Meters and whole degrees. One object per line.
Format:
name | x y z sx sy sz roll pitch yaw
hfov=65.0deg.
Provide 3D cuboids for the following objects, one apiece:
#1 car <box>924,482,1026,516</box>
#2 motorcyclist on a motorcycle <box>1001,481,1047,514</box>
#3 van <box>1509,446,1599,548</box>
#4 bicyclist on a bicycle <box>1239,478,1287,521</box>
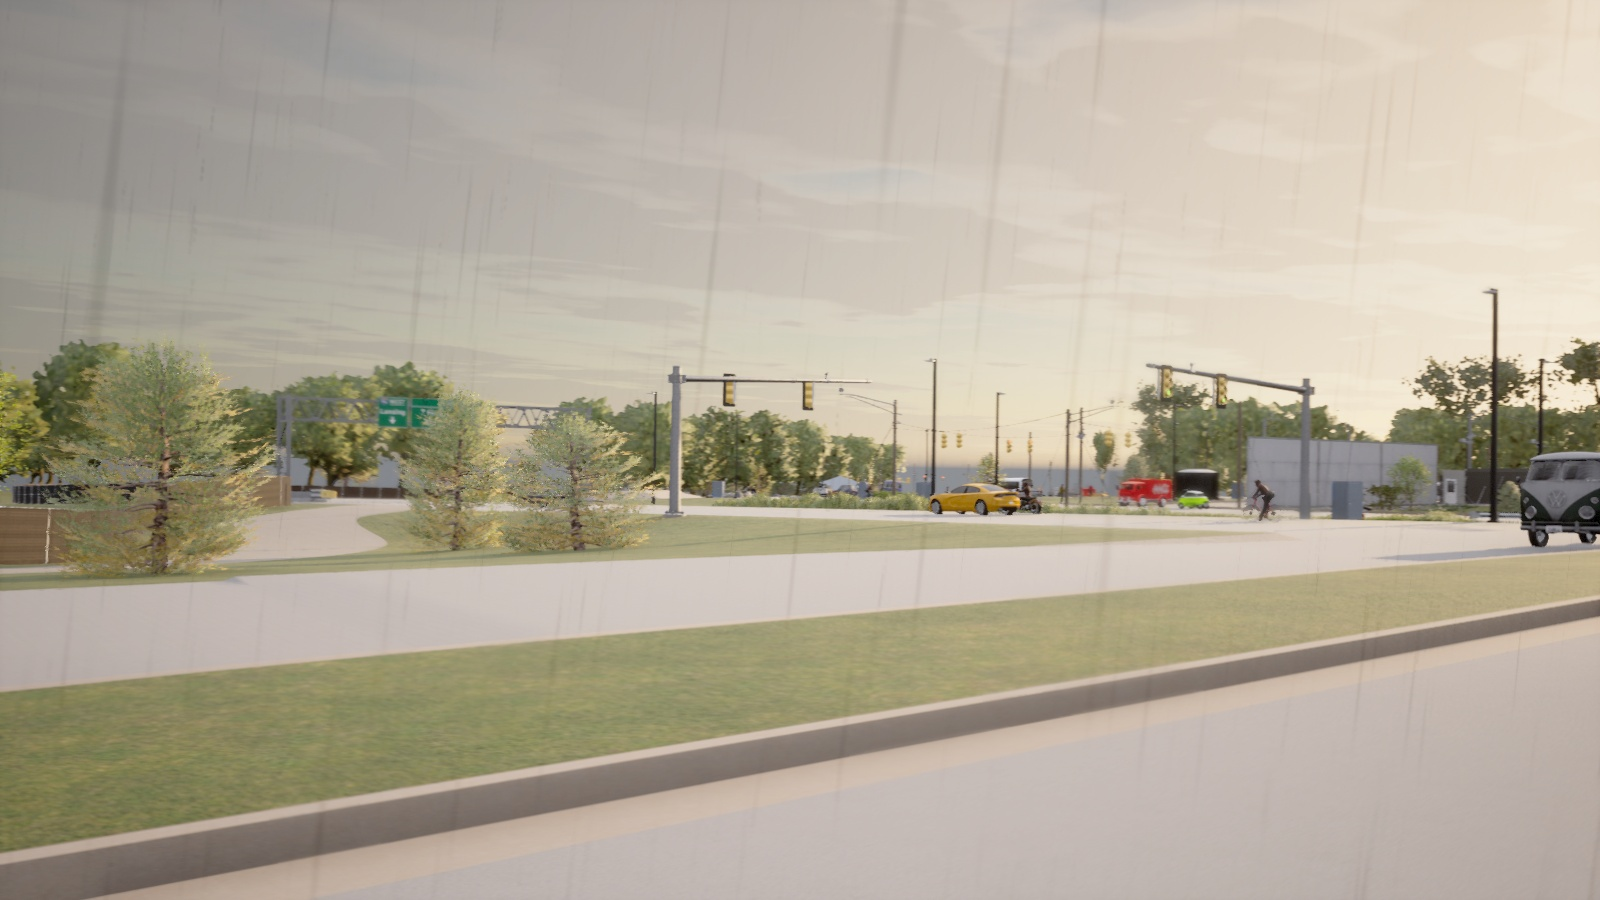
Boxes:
car | 8.365 2.333 60.430 1.882 1.535 5.008 1 -2 -37
motorcyclist on a motorcycle | 11.157 2.357 62.540 0.766 1.649 2.350 1 -2 -37
van | 16.922 0.981 26.489 4.442 1.987 1.775 1 -3 -38
bicyclist on a bicycle | 17.736 1.901 48.114 0.582 1.620 1.656 1 -2 -37
